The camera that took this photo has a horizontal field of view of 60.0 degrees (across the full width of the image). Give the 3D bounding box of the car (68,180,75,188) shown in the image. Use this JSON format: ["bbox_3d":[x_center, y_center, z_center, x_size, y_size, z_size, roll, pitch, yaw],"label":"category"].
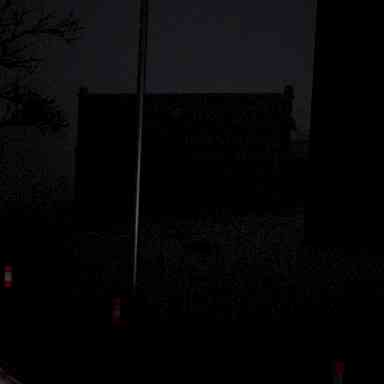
[{"bbox_3d":[-26.728,-1.530,68.059,4.674,1.452,2.002,3,3,20],"label":"car"}]

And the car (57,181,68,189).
[{"bbox_3d":[-27.687,-1.499,65.475,5.008,1.535,2.097,3,3,20],"label":"car"}]

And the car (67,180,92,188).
[{"bbox_3d":[-24.826,-1.714,73.237,4.892,1.521,2.231,3,3,20],"label":"car"}]

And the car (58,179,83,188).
[{"bbox_3d":[-25.740,-1.765,70.628,4.553,1.767,2.185,3,3,20],"label":"car"}]

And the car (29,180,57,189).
[{"bbox_3d":[-28.602,-1.555,62.866,4.553,1.767,2.185,3,3,20],"label":"car"}]
